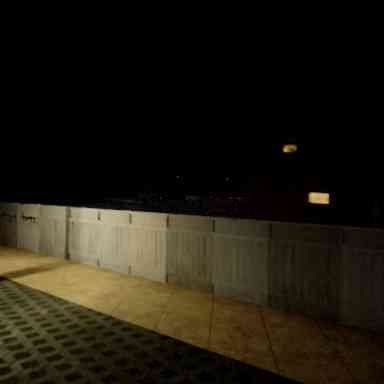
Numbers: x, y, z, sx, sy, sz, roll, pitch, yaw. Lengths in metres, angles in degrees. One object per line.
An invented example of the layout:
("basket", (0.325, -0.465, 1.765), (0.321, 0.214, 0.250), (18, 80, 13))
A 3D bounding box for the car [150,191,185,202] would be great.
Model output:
("car", (-3.057, 0.685, 46.256), (1.837, 1.490, 4.892), (4, 3, 43))

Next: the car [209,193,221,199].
("car", (4.843, 0.852, 49.856), (2.033, 1.411, 5.357), (4, 3, 43))

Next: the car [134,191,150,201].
("car", (-6.085, 0.532, 47.754), (1.812, 1.442, 4.674), (4, 3, 42))

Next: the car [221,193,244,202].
("car", (6.794, 0.995, 47.185), (1.837, 1.490, 4.892), (4, 3, 43))
